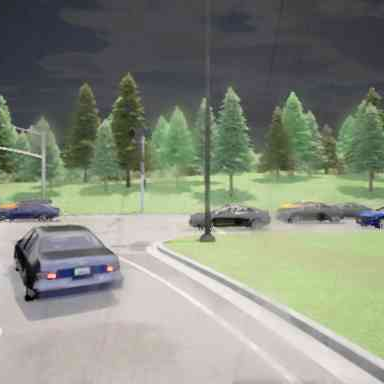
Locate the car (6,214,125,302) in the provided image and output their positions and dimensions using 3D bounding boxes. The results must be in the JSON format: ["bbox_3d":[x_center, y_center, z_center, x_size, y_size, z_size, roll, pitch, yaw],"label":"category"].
[{"bbox_3d":[-3.376,1.546,8.452,2.033,1.411,5.357,0,0,-31],"label":"car"}]

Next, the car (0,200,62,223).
[{"bbox_3d":[-12.377,1.522,25.275,4.674,1.442,1.812,0,0,-6],"label":"car"}]

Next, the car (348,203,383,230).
[{"bbox_3d":[12.834,1.478,20.783,5.008,1.535,1.882,0,0,-6],"label":"car"}]

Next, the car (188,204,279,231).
[{"bbox_3d":[2.232,1.490,19.711,4.902,1.511,2.128,0,0,-6],"label":"car"}]

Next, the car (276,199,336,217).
[{"bbox_3d":[10.602,1.476,31.112,5.008,1.535,1.882,0,0,-6],"label":"car"}]

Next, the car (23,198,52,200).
[{"bbox_3d":[-14.033,1.348,28.625,4.553,1.767,2.097,0,0,-6],"label":"car"}]

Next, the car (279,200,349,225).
[{"bbox_3d":[8.479,1.491,23.862,4.902,1.511,2.128,0,0,-6],"label":"car"}]

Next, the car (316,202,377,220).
[{"bbox_3d":[12.871,1.563,27.822,4.181,1.385,1.994,0,0,-6],"label":"car"}]
